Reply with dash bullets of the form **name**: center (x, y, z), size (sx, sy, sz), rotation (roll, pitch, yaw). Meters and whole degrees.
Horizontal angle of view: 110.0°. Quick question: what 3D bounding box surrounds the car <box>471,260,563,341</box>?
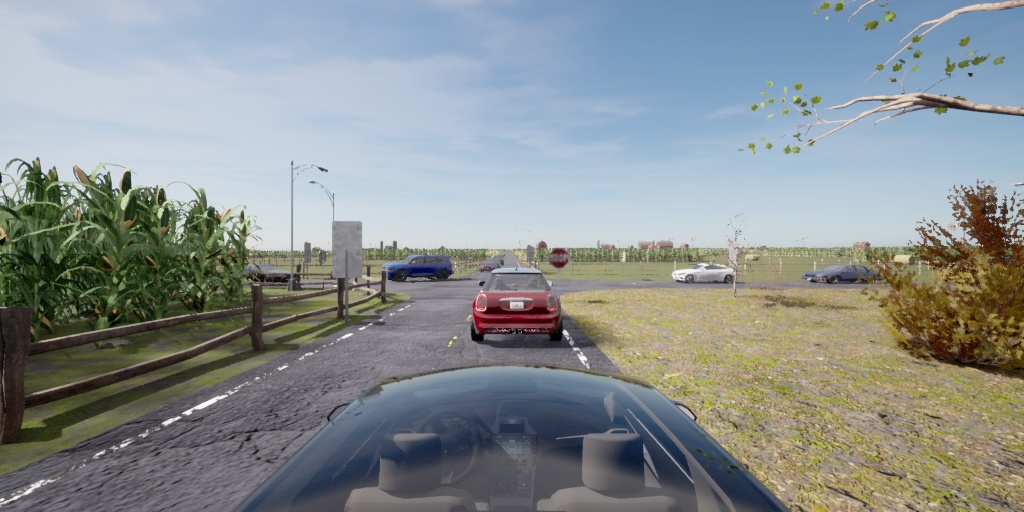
- **car**: center (0.109, 1.100, 9.992), size (2.097, 1.767, 4.553), rotation (0, 0, 0)

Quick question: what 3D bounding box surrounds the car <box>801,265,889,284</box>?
- **car**: center (25.082, 1.350, 27.049), size (5.357, 1.411, 2.033), rotation (0, 0, 0)

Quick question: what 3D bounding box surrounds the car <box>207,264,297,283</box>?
- **car**: center (-17.365, 1.237, 24.043), size (5.357, 1.411, 2.033), rotation (0, 0, 0)

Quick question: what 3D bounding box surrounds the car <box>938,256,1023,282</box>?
- **car**: center (35.811, 1.055, 27.043), size (5.566, 2.045, 2.150), rotation (0, 0, 1)

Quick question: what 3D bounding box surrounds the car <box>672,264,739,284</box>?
- **car**: center (14.535, 1.298, 27.034), size (4.674, 1.442, 1.812), rotation (0, 0, 0)

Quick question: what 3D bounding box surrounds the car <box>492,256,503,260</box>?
- **car**: center (-2.770, 1.163, 55.934), size (1.837, 1.490, 4.892), rotation (0, 1, 1)

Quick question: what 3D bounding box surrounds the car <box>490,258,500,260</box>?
- **car**: center (-2.803, 1.263, 43.544), size (1.994, 1.385, 4.181), rotation (0, 0, 0)

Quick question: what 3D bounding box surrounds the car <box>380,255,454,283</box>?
- **car**: center (-7.268, 0.924, 27.946), size (5.566, 2.045, 2.150), rotation (0, 2, -36)
